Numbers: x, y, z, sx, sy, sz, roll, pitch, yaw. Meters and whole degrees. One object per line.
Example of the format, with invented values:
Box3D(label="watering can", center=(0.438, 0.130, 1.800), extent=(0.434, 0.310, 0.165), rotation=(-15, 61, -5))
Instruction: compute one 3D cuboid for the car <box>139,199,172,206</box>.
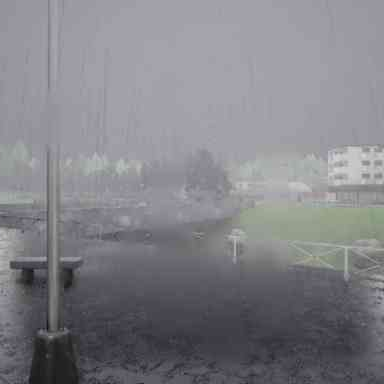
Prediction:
Box3D(label="car", center=(-4.686, 1.601, 43.693), extent=(1.895, 1.301, 4.718), rotation=(0, 0, 36))
